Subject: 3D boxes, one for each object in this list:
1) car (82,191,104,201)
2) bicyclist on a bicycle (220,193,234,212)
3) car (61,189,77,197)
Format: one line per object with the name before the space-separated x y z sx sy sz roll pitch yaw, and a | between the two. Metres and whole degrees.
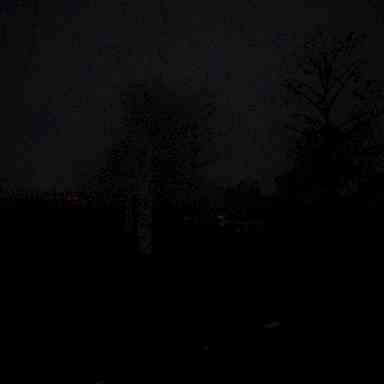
car | -14.742 0.486 49.351 2.033 1.411 5.357 -1 2 -35
bicyclist on a bicycle | 3.104 0.946 29.555 1.656 1.620 0.582 0 1 -35
car | -22.203 0.151 59.823 2.128 1.511 4.902 -1 2 -36
